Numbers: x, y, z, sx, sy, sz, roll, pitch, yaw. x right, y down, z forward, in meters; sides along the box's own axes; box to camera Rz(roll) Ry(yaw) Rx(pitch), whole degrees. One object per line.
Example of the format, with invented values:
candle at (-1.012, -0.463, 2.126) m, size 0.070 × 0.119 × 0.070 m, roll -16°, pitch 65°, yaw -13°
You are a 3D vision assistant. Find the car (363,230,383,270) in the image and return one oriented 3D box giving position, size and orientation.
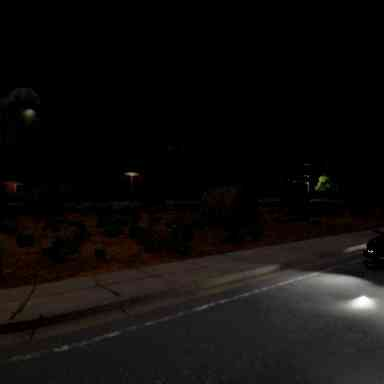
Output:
car at (6.983, 1.566, 10.175) m, size 4.892 × 1.490 × 1.837 m, roll 1°, pitch 0°, yaw -41°

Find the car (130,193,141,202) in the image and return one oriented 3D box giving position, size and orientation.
car at (-12.704, 1.314, 75.945) m, size 1.905 × 1.878 × 3.866 m, roll 6°, pitch 2°, yaw 3°
